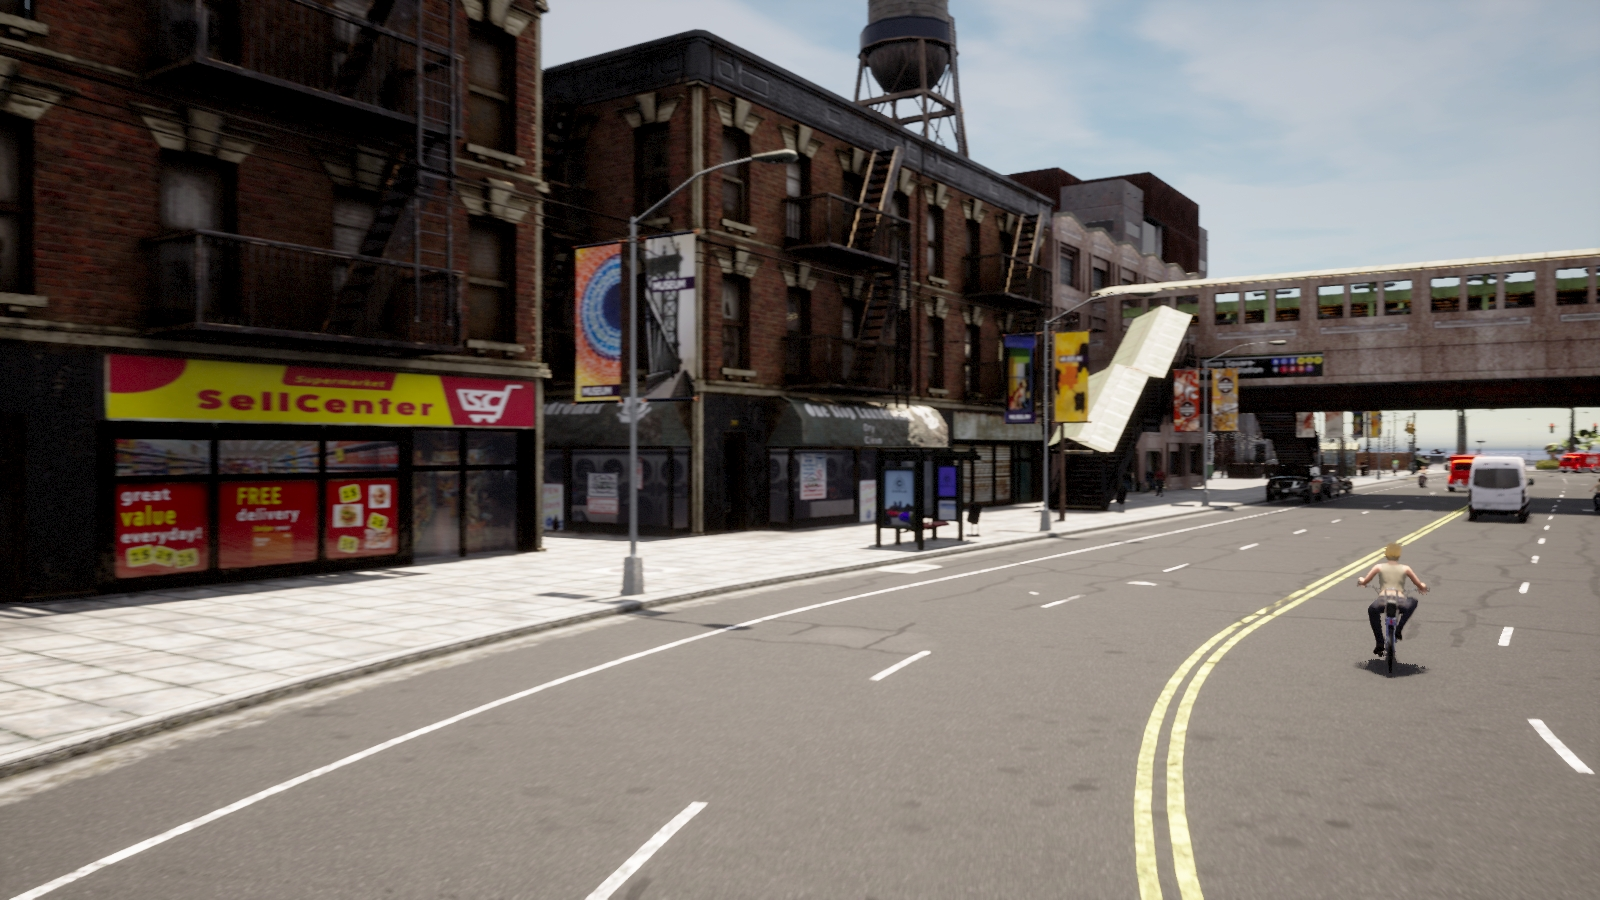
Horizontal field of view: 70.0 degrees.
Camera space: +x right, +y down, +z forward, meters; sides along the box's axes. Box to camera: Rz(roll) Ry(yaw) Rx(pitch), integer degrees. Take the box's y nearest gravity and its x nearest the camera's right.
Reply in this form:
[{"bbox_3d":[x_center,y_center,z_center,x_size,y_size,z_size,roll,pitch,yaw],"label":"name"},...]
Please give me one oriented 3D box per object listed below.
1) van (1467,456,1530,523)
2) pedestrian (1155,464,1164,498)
[{"bbox_3d":[28.891,1.556,47.165,1.988,2.561,5.915,0,0,34],"label":"van"},{"bbox_3d":[20.044,1.711,63.682,0.375,1.860,0.375,0,0,40],"label":"pedestrian"}]
